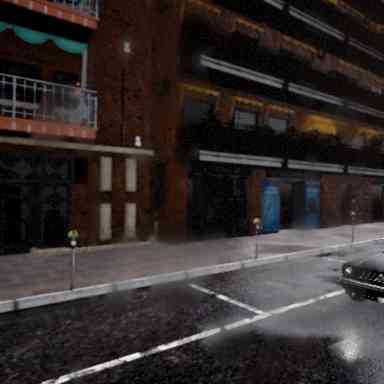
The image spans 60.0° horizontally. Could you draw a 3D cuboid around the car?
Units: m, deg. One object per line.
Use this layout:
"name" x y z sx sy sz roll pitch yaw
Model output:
"car" 5.183 1.598 7.078 4.718 1.301 1.895 0 0 -36
